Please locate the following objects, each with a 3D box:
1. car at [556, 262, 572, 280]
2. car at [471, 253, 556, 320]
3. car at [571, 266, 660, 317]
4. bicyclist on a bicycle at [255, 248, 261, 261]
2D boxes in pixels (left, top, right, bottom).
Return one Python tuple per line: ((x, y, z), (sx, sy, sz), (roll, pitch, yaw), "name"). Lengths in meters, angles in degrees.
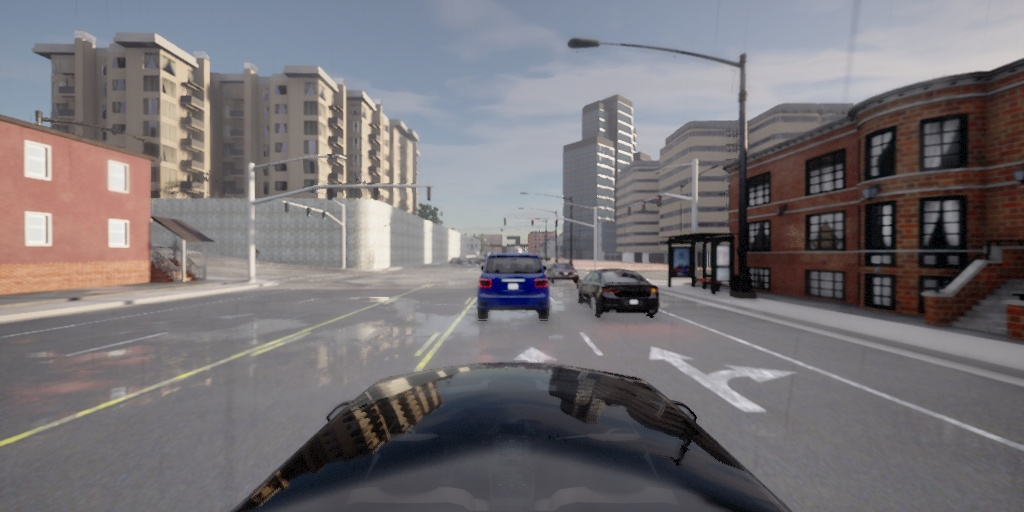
((3.550, 1.164, 25.844), (2.033, 1.411, 5.357), (0, 0, 1), "car")
((0.058, 0.911, 12.416), (2.150, 2.045, 5.566), (0, 0, 1), "car")
((3.563, 1.165, 12.894), (1.882, 1.535, 5.008), (0, 0, 0), "car")
((-30.726, -0.200, 43.082), (0.582, 1.620, 1.656), (6, 0, 0), "bicyclist on a bicycle")
